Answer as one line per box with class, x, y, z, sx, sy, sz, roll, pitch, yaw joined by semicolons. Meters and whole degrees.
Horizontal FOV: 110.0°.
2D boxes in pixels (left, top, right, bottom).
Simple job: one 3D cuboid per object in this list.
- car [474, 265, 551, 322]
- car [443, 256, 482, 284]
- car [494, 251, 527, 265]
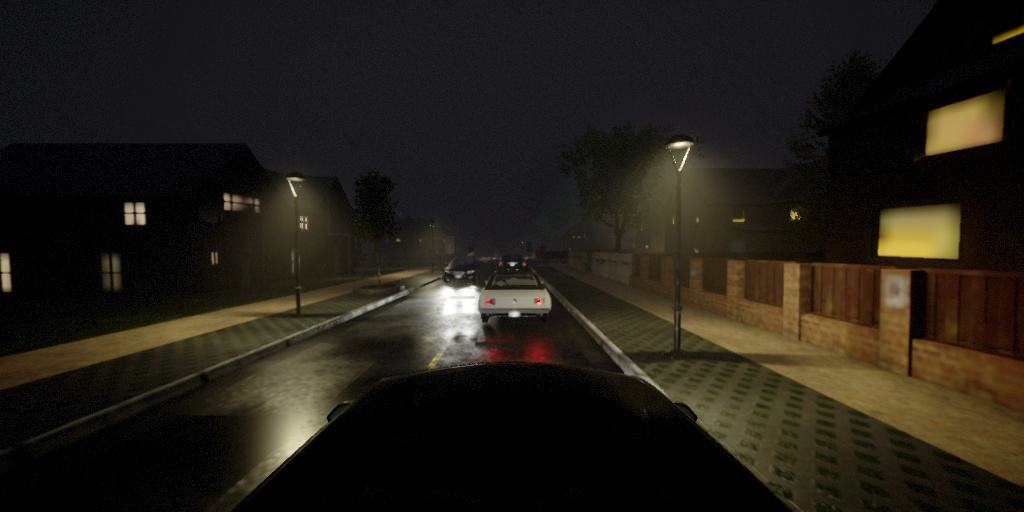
car;0.067;1.130;11.236;1.895;1.301;4.718;0;1;0
car;-2.881;0.790;21.690;2.128;1.511;4.902;0;1;0
car;0.036;0.561;25.986;2.097;1.767;4.553;0;1;0
